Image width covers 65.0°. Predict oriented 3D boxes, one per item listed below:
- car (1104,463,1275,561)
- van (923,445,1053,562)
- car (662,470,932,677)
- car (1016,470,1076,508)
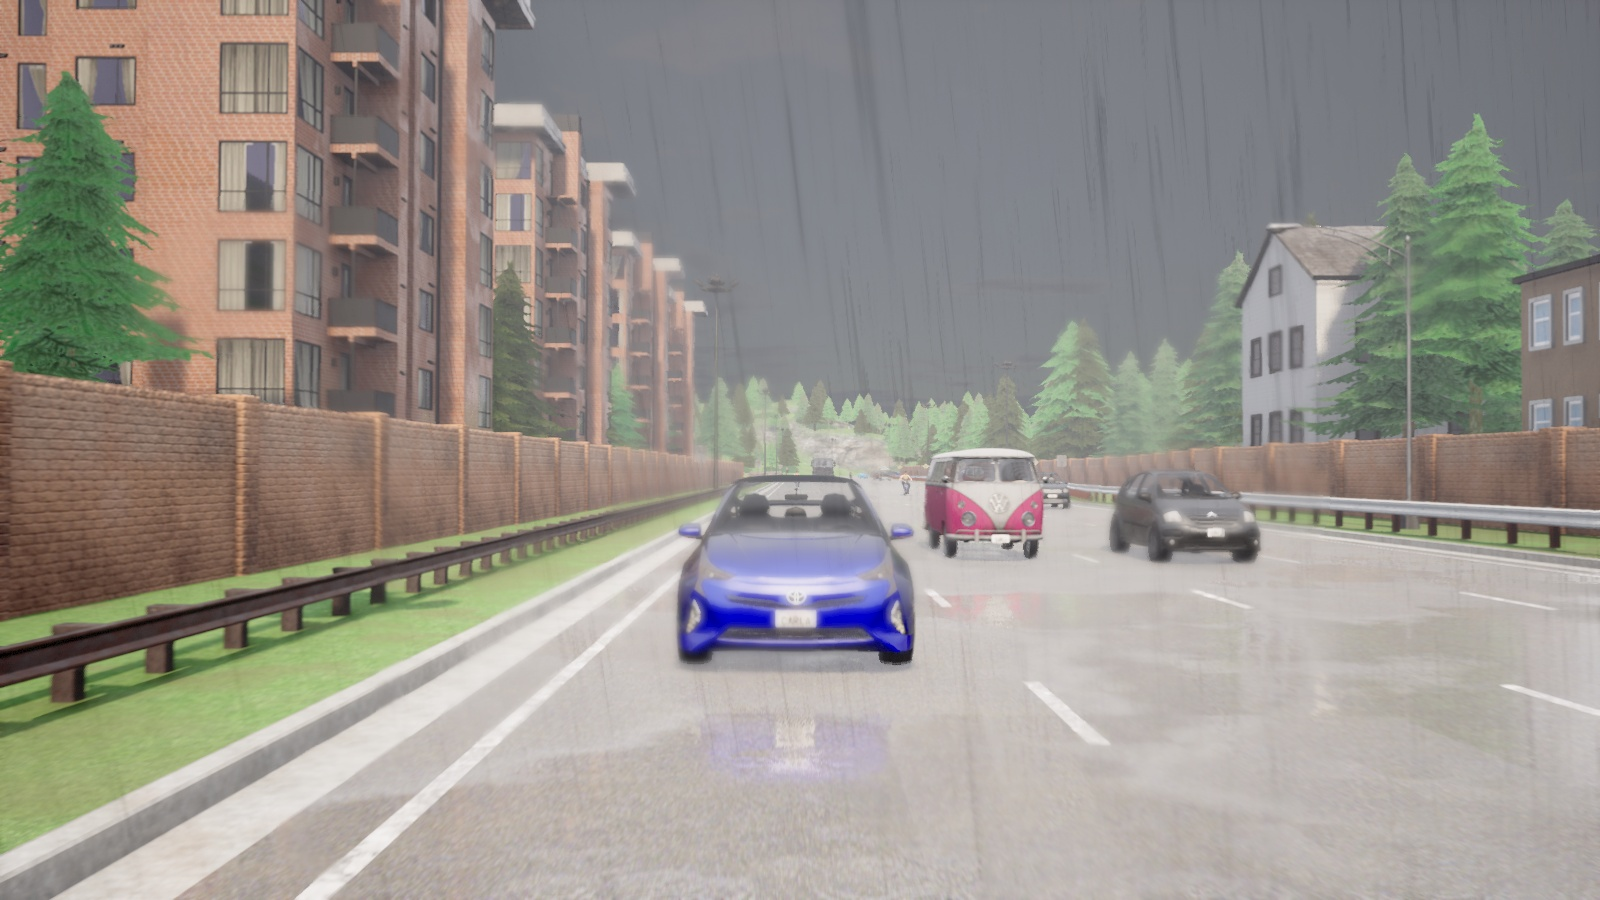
[{"bbox_3d":[6.944,1.067,22.837,1.851,1.617,3.988,0,-1,0],"label":"car"},{"bbox_3d":[3.441,0.951,23.755,1.775,1.987,4.442,0,-1,0],"label":"van"},{"bbox_3d":[-0.029,0.955,11.590,2.007,1.525,4.514,0,-1,0],"label":"car"},{"bbox_3d":[10.371,1.642,53.174,1.789,1.549,3.705,0,-1,0],"label":"car"}]
